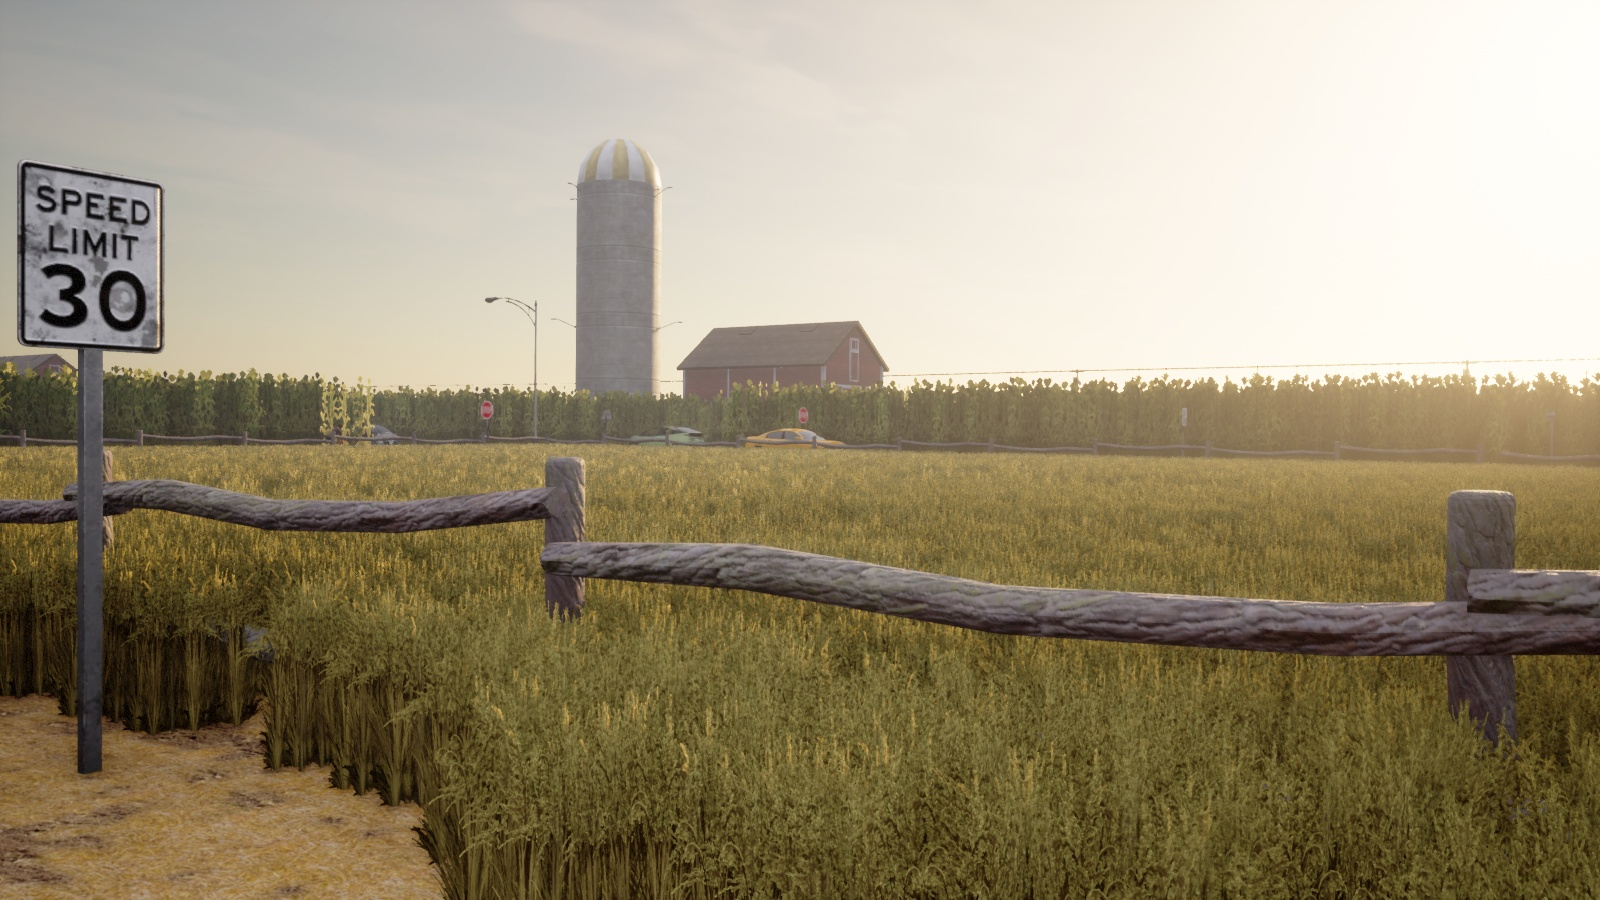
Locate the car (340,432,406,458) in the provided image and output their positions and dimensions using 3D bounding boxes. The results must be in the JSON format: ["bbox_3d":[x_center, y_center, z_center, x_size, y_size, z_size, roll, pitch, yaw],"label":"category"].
[{"bbox_3d":[-25.034,-0.292,73.611,3.633,1.501,1.845,0,1,36],"label":"car"}]

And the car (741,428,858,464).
[{"bbox_3d":[-0.061,-0.191,55.749,5.008,1.535,1.882,1,1,36],"label":"car"}]

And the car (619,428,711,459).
[{"bbox_3d":[-6.940,-0.375,64.483,4.514,1.525,2.007,1,1,36],"label":"car"}]
